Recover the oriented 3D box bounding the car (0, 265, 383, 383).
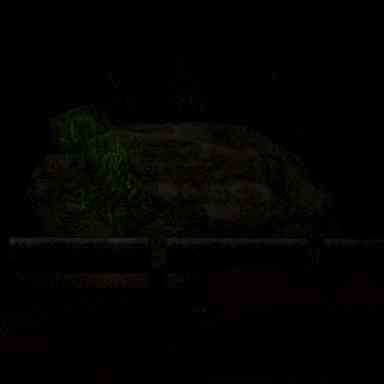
[{"bbox_3d":[0.581,1.475,3.012,5.008,1.535,1.882,0,0,1],"label":"car"}]
